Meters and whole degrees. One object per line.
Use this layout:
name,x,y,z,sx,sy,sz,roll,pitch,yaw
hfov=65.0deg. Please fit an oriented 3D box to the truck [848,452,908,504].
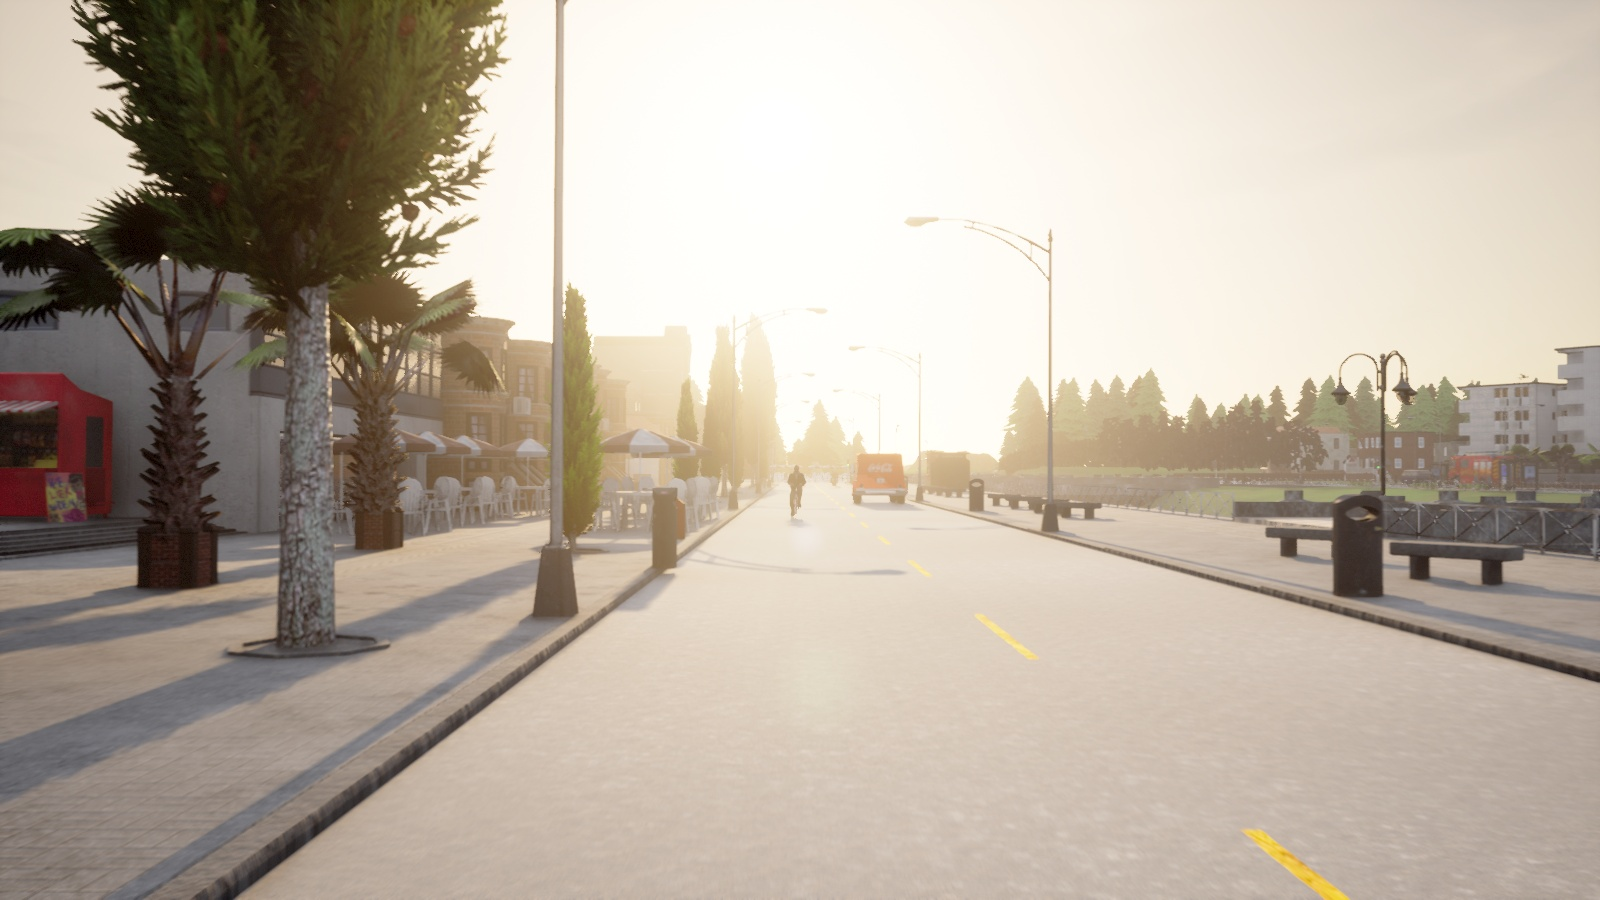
truck,3.836,1.357,62.394,2.627,2.467,5.204,0,-1,0
